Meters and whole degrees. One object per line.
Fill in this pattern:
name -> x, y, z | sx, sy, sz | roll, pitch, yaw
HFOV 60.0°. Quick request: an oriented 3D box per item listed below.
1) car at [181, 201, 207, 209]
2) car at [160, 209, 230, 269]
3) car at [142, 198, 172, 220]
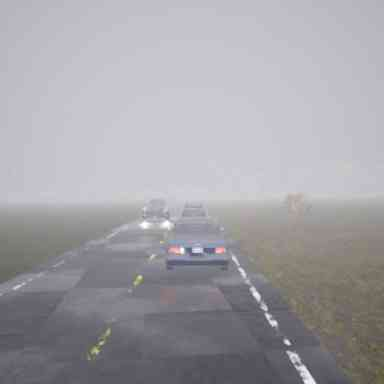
car -> 0.149, 1.431, 26.414 | 2.128, 1.511, 4.902 | 0, 0, 0
car -> 0.134, 1.521, 10.950 | 2.033, 1.411, 5.357 | 0, 0, 0
car -> -2.761, 1.284, 27.050 | 2.097, 1.767, 4.553 | 0, 0, 0
